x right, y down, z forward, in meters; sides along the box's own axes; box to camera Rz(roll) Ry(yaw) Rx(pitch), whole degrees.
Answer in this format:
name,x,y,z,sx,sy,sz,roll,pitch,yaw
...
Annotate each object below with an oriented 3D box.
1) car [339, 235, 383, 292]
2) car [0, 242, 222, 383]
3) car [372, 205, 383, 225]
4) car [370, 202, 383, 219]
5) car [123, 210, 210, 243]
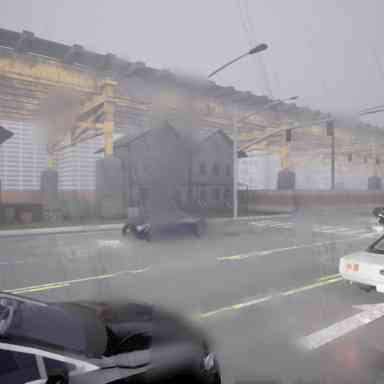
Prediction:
name,x,y,z,sx,sy,sz,roll,pitch,yaw
car,5.565,1.600,7.740,4.718,1.301,1.895,0,0,-35
car,-1.951,1.492,2.354,4.902,1.511,2.128,0,0,-35
car,14.852,1.503,23.151,4.892,1.490,1.837,0,0,-35
car,18.077,1.599,29.742,4.718,1.301,1.895,0,0,-35
car,-1.190,1.563,16.029,4.181,1.385,1.994,0,0,-35
